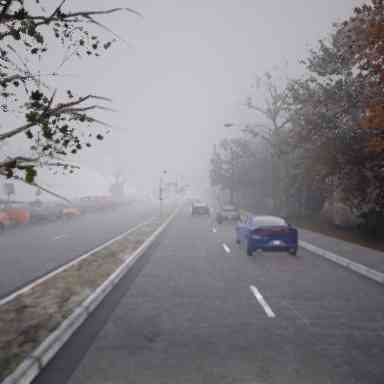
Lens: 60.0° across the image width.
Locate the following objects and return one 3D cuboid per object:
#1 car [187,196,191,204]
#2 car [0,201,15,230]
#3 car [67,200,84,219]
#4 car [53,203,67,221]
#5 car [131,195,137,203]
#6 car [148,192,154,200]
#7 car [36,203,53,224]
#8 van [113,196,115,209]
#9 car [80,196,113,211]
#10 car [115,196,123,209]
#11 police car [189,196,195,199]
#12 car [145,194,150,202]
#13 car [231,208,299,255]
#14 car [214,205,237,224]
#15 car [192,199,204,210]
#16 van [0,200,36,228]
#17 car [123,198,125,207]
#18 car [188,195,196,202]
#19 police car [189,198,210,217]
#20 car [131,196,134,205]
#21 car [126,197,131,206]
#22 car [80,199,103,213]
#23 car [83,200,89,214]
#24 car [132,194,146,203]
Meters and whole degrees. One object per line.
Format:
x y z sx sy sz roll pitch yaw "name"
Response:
-0.034 1.745 72.962 1.882 1.535 5.008 0 0 0 "car"
-13.860 1.637 20.554 4.553 1.767 2.185 -1 -1 -20 "car"
-13.713 1.866 32.553 5.366 1.575 1.946 -1 -1 -20 "car"
-13.912 1.883 29.484 4.792 1.488 2.163 -1 0 -20 "car"
-13.855 1.922 65.339 4.792 1.488 2.163 -1 0 -20 "car"
-13.855 1.609 89.360 5.566 2.045 2.435 -1 0 -20 "car"
-13.881 1.866 26.512 4.674 1.452 2.002 -1 0 -20 "car"
-13.778 1.678 47.452 4.442 1.987 1.878 -1 0 -20 "van"
-13.913 1.655 44.409 5.566 2.045 2.435 -1 0 -20 "car"
-13.861 1.651 50.405 5.566 2.045 2.435 -1 0 -20 "car"
0.878 1.837 46.490 1.930 1.638 5.238 0 0 0 "police car"
-14.050 1.876 83.269 5.366 1.575 1.946 -1 0 -20 "car"
3.021 1.664 14.251 1.882 1.535 5.008 0 -1 0 "car"
3.008 1.844 28.498 2.128 1.511 4.902 0 0 0 "car"
0.875 1.886 52.382 1.882 1.535 5.008 0 0 0 "car"
-13.782 1.572 23.582 4.442 1.987 1.878 -1 -1 -20 "van"
-13.876 1.902 53.374 4.892 1.521 2.231 -1 0 -20 "car"
-0.041 1.725 87.962 1.882 1.535 5.008 0 0 0 "car"
0.883 1.822 36.492 1.930 1.638 5.238 0 0 0 "police car"
-13.876 1.935 62.321 4.674 1.452 2.002 -1 0 -20 "car"
-13.854 1.771 59.348 4.553 1.767 2.185 -1 0 -20 "car"
-13.880 1.942 41.438 4.674 1.452 2.002 -1 0 -20 "car"
-13.857 1.916 35.480 4.792 1.488 2.163 -1 -1 -20 "car"
-13.853 1.913 77.345 4.792 1.488 2.163 -1 0 -20 "car"
